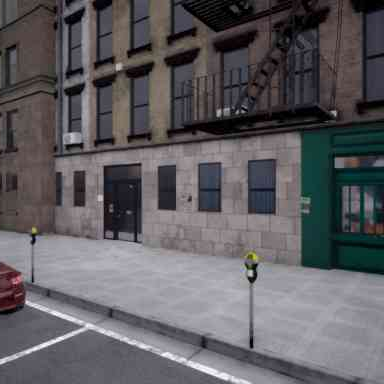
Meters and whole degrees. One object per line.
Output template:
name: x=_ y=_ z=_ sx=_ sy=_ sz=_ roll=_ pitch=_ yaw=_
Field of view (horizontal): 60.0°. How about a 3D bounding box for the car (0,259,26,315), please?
car: x=-4.732 y=1.582 z=6.221 sx=4.206 sy=1.307 sz=1.802 roll=0 pitch=0 yaw=36
